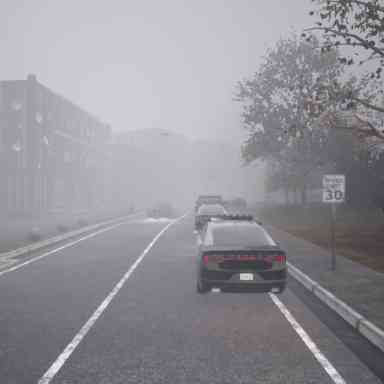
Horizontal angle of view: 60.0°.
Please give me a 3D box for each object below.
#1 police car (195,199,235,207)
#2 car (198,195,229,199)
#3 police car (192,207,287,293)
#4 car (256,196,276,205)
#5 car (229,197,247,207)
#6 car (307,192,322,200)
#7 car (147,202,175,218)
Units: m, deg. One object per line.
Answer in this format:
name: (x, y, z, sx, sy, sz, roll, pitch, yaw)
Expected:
police car: (1.101, 1.429, 18.924, 1.930, 1.638, 5.238, 0, 0, 1)
car: (1.387, 1.226, 24.672, 2.150, 2.045, 5.566, 0, 0, 5)
police car: (1.050, 1.428, 8.987, 1.930, 1.638, 5.238, 0, 0, 0)
car: (12.258, 1.309, 55.313, 1.812, 1.442, 4.674, -1, 1, 40)
car: (5.936, 1.406, 45.032, 1.882, 1.535, 5.008, 0, 0, 28)
car: (26.750, 0.845, 71.915, 4.902, 1.511, 2.128, -2, 0, -30)
car: (-2.725, 1.575, 29.967, 1.994, 1.385, 4.181, 0, 0, 6)
